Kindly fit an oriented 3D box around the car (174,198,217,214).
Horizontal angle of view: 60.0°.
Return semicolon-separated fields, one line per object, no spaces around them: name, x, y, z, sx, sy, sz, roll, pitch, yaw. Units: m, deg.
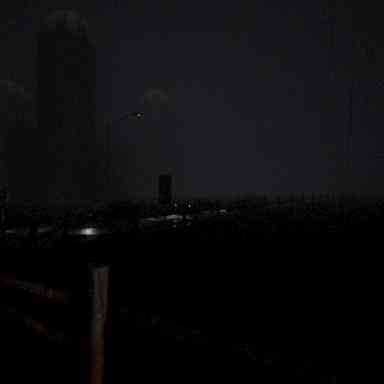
car;0.437;1.198;29.620;1.895;1.301;4.718;1;1;35

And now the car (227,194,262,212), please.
car;4.972;1.155;30.940;1.994;1.385;4.181;1;1;35

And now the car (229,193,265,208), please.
car;6.409;0.943;38.090;2.128;1.511;4.902;1;1;35

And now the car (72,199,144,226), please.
car;-5.281;1.217;21.496;1.882;1.535;5.008;1;1;35
